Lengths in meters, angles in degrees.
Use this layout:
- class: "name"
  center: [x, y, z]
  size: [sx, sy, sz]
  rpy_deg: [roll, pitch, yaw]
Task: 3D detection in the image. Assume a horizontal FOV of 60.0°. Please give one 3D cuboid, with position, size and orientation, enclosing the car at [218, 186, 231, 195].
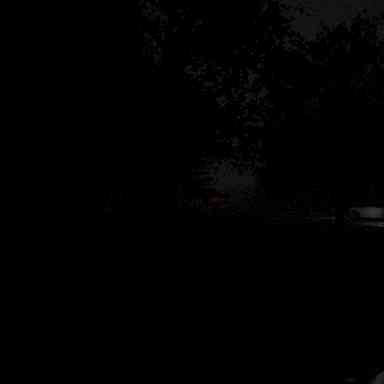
- class: "car"
  center: [5.650, 0.248, 63.521]
  size: [1.812, 1.442, 4.674]
  rpy_deg: [0, 3, 14]

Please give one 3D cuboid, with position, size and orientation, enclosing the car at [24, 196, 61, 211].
- class: "car"
  center: [-17.374, 1.251, 37.988]
  size: [4.553, 1.767, 2.097]
  rpy_deg: [0, 0, -22]

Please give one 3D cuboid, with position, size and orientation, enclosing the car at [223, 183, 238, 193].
- class: "car"
  center: [8.649, -0.643, 74.346]
  size: [1.882, 1.535, 5.008]
  rpy_deg: [0, 4, 17]

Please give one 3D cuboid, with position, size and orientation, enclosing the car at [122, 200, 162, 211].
- class: "car"
  center: [-5.431, 1.415, 36.756]
  size: [4.674, 1.442, 1.812]
  rpy_deg: [0, 0, 10]

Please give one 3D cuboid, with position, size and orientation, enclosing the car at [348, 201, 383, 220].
- class: "car"
  center: [14.344, 1.425, 25.193]
  size: [4.674, 1.442, 1.812]
  rpy_deg: [0, 1, 44]

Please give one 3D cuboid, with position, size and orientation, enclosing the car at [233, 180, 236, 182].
- class: "car"
  center: [12.809, -1.700, 87.845]
  size: [2.097, 1.767, 4.553]
  rpy_deg: [0, 4, 17]

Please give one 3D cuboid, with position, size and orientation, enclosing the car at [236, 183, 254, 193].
- class: "car"
  center: [11.755, -0.597, 73.391]
  size: [2.128, 1.511, 4.902]
  rpy_deg: [0, 4, 17]

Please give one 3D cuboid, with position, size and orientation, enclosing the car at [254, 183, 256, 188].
- class: "car"
  center: [16.172, -1.577, 87.721]
  size: [1.837, 1.490, 4.892]
  rpy_deg: [0, 4, 17]
